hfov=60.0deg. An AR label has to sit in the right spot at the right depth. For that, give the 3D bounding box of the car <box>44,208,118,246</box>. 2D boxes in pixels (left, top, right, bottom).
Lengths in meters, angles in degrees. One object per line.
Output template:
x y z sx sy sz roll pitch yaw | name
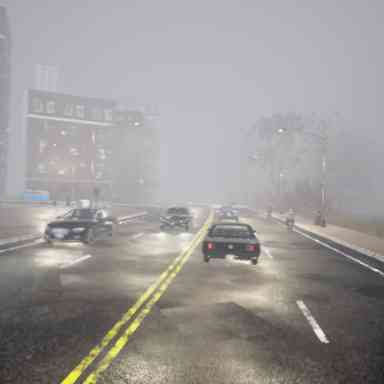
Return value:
-4.934 1.497 15.499 2.128 1.511 4.902 2 -1 6 | car

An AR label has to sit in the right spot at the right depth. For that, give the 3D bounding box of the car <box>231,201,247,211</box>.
8.479 2.546 58.326 1.895 1.301 4.718 2 -1 3 | car

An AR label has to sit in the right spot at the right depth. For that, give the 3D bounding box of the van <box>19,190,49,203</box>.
-23.075 0.637 48.922 3.998 1.788 1.690 3 -2 -25 | van

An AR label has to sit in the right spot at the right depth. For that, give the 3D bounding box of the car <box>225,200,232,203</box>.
8.971 2.643 73.089 1.812 1.442 4.674 2 -1 1 | car

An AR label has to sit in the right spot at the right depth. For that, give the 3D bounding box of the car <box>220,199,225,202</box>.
9.239 2.884 94.132 1.895 1.301 4.718 2 -1 0 | car

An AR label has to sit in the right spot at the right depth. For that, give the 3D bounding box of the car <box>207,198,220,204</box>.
5.999 2.533 94.074 2.097 1.767 4.553 2 -1 0 | car

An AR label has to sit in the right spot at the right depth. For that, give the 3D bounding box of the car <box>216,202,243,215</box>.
3.375 2.019 31.202 2.033 1.411 5.357 2 -1 5 | car

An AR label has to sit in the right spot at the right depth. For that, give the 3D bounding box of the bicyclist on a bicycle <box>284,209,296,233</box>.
6.623 1.924 22.426 0.866 1.612 1.509 2 -1 6 | bicyclist on a bicycle

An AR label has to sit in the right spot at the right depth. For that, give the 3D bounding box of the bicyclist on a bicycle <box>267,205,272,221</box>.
7.530 2.082 32.354 0.582 1.620 1.656 2 -1 5 | bicyclist on a bicycle

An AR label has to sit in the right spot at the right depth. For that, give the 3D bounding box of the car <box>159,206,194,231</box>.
-0.920 1.731 22.453 1.837 1.490 4.892 2 -1 6 | car

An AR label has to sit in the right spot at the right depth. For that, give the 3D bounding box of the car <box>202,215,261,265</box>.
1.483 1.799 12.712 1.895 1.301 4.718 2 -1 7 | car
